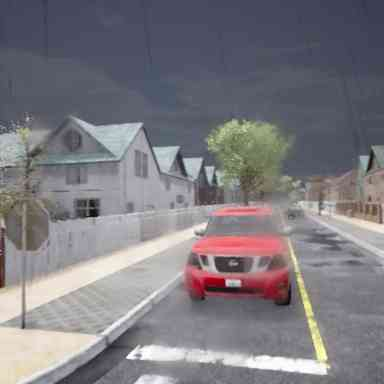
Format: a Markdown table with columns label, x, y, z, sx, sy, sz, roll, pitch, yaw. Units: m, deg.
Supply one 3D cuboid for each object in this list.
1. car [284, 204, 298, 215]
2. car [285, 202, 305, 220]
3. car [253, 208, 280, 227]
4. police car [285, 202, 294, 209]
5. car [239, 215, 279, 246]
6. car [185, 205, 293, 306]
| label | x | y | z | sx | sy | sz | roll | pitch | yaw |
| --- | --- | --- | --- | --- | --- | --- | --- | --- | --- |
| car | 14.705 | 2.615 | 49.399 | 1.812 | 1.442 | 4.674 | -2 | -2 | 15 |
| car | 11.823 | 2.304 | 38.014 | 1.882 | 1.535 | 5.008 | -2 | -2 | 15 |
| car | 6.830 | 2.256 | 30.110 | 2.033 | 1.411 | 5.357 | -2 | -2 | 15 |
| police car | 24.070 | 3.257 | 82.167 | 1.930 | 1.638 | 5.238 | -2 | -2 | 14 |
| car | 3.852 | 2.048 | 18.542 | 1.895 | 1.301 | 4.718 | -2 | -2 | 14 |
| car | 1.442 | 1.457 | 9.078 | 2.150 | 2.045 | 5.566 | -2 | -2 | 14 |
